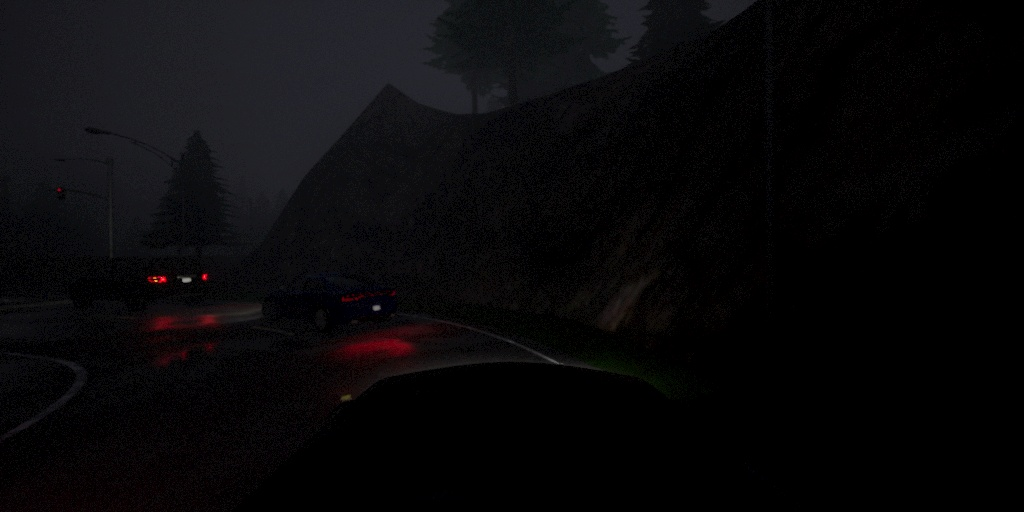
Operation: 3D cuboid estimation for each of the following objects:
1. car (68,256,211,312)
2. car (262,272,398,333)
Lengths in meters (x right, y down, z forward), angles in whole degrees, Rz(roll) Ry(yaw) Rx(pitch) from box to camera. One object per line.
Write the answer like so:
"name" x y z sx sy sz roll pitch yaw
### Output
"car" -15.121 1.042 14.627 5.566 2.045 2.150 0 0 17
"car" -5.595 1.231 10.851 5.008 1.535 1.882 -1 0 34
